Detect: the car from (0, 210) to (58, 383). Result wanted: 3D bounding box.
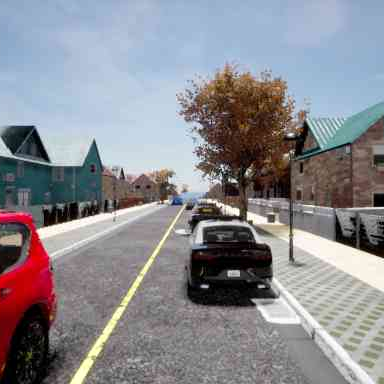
[{"bbox_3d":[-2.846,1.221,2.181,2.150,2.045,5.566,0,0,0],"label":"car"}]

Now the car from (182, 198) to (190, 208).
[{"bbox_3d":[0.113,1.642,45.053,2.033,1.411,5.357,0,0,1],"label":"car"}]

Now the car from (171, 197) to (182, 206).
[{"bbox_3d":[-2.639,1.653,58.926,1.882,1.535,5.008,0,0,0],"label":"car"}]

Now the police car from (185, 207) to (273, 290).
[{"bbox_3d":[0.843,1.429,9.250,1.930,1.638,5.238,0,0,0],"label":"police car"}]

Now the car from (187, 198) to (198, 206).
[{"bbox_3d":[0.118,1.758,62.058,1.994,1.385,4.181,0,0,0],"label":"car"}]

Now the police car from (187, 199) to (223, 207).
[{"bbox_3d":[0.861,1.436,19.251,1.930,1.638,5.238,0,0,0],"label":"police car"}]
